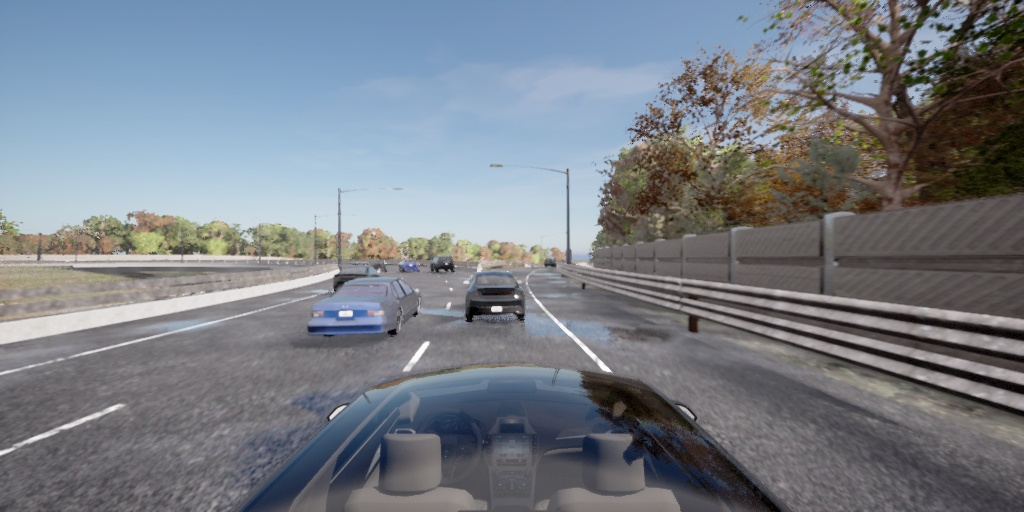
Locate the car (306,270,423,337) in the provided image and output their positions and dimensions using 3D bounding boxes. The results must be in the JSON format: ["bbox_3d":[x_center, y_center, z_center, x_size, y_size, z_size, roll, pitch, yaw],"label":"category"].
[{"bbox_3d":[-3.886,1.319,10.384,2.033,1.411,5.357,0,0,-5],"label":"car"}]

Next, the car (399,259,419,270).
[{"bbox_3d":[-13.487,1.187,46.709,2.097,1.767,4.553,0,0,-24],"label":"car"}]

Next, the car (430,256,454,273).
[{"bbox_3d":[-8.714,1.035,44.622,2.150,2.045,5.566,0,0,-22],"label":"car"}]

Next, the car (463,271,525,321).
[{"bbox_3d":[-0.648,1.264,12.603,1.837,1.490,4.892,0,0,-5],"label":"car"}]

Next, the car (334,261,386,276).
[{"bbox_3d":[-8.976,1.278,21.206,1.882,1.535,5.008,0,0,-10],"label":"car"}]
